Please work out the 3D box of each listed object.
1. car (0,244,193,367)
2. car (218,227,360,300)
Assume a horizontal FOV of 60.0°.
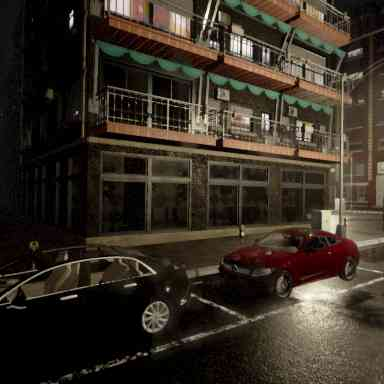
[{"bbox_3d":[-2.041,1.551,5.047,4.403,1.369,2.008,0,1,-36],"label":"car"},{"bbox_3d":[2.584,1.585,8.354,4.206,1.307,1.802,0,1,-36],"label":"car"}]
